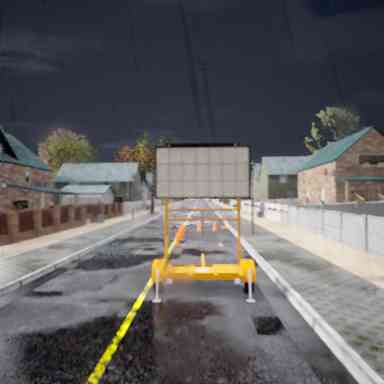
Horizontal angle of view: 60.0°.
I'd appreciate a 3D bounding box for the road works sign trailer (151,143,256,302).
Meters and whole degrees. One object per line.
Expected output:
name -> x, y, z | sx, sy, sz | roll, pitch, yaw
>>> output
road works sign trailer -> 0.273, 0.570, 8.503 | 2.380, 3.560, 2.880 | 0, -1, 2
